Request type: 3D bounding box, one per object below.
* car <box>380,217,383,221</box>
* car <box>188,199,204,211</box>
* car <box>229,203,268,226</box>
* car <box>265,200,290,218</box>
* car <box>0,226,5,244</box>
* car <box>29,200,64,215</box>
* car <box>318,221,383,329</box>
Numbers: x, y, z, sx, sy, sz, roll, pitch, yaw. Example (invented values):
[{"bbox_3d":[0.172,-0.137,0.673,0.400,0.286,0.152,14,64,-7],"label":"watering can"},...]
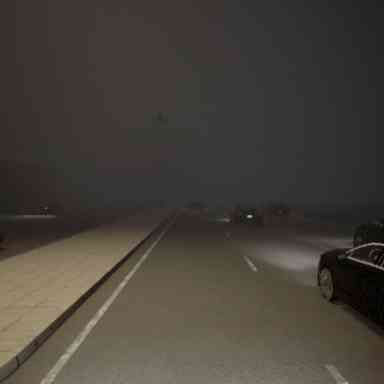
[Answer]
[{"bbox_3d":[7.204,1.367,10.837,2.097,1.767,4.553,0,0,0],"label":"car"},{"bbox_3d":[0.483,1.560,41.805,1.812,1.442,4.674,0,0,1],"label":"car"},{"bbox_3d":[3.815,1.586,23.881,1.994,1.385,4.181,0,0,1],"label":"car"},{"bbox_3d":[7.373,1.508,30.146,1.882,1.535,5.008,0,0,1],"label":"car"},{"bbox_3d":[-8.016,1.549,10.233,2.033,1.411,5.357,0,0,1],"label":"car"},{"bbox_3d":[-14.740,1.540,34.110,1.812,1.442,4.674,0,0,1],"label":"car"},{"bbox_3d":[3.671,1.499,5.404,2.128,1.511,4.902,0,0,0],"label":"car"}]
